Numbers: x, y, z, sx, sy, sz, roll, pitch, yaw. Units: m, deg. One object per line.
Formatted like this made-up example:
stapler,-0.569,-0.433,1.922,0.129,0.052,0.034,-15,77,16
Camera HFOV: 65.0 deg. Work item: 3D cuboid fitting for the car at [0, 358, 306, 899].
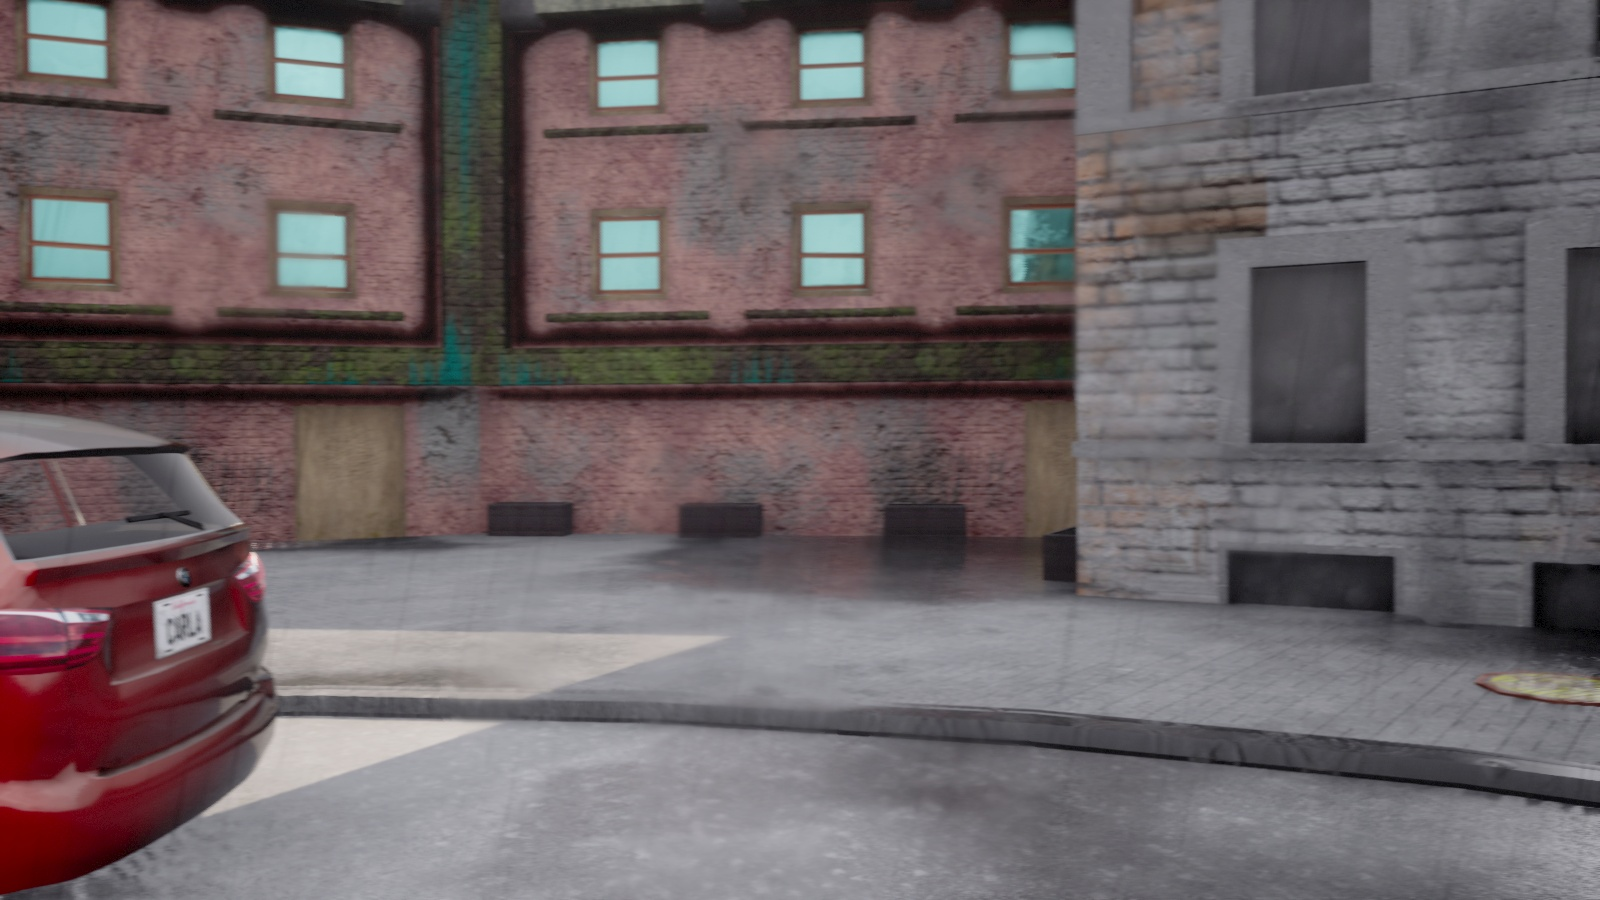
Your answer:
car,-4.448,0.570,4.340,4.611,1.667,2.242,0,1,-2
